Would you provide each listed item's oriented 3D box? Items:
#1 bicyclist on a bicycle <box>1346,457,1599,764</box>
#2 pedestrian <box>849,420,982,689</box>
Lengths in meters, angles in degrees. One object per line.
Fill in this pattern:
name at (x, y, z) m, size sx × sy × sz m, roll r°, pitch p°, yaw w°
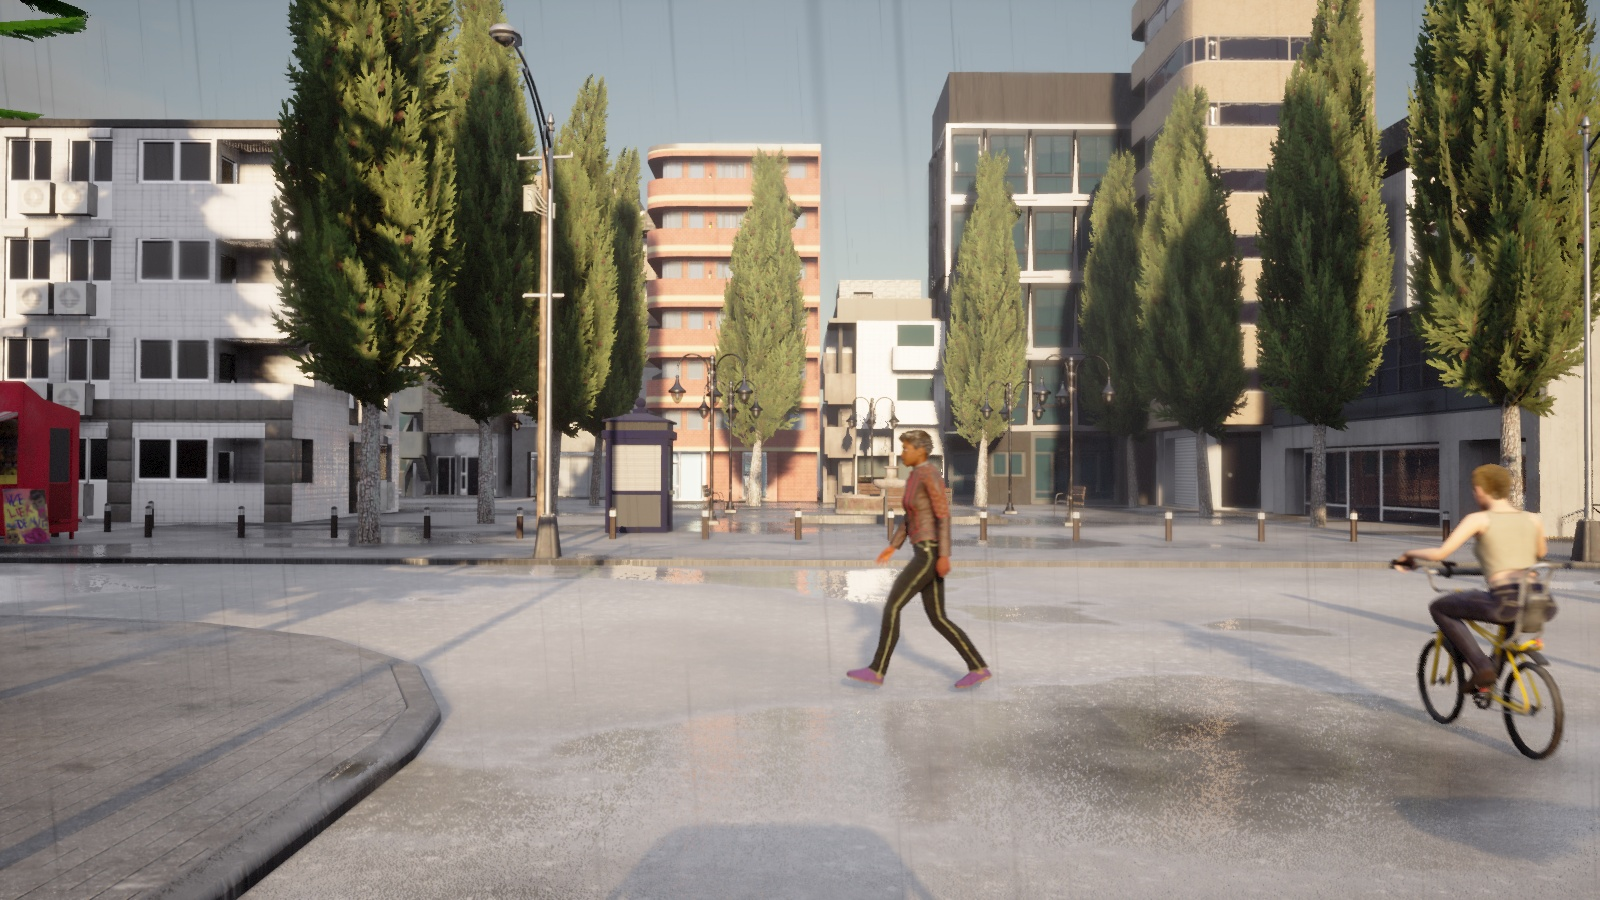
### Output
bicyclist on a bicycle at (3.989, 0.859, 7.395) m, size 0.866 × 1.612 × 1.509 m, roll 0°, pitch -1°, yaw 0°
pedestrian at (0.784, 0.702, 8.610) m, size 0.869 × 1.805 × 0.328 m, roll 0°, pitch -1°, yaw 0°
